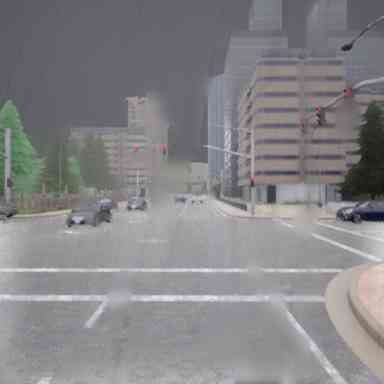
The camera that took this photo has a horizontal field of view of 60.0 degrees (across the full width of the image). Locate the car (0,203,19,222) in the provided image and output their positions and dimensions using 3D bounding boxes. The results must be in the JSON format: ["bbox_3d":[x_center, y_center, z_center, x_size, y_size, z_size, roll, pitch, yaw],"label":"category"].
[{"bbox_3d":[-15.585,1.479,24.594,4.902,1.511,2.128,0,1,-22],"label":"car"}]

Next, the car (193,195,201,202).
[{"bbox_3d":[1.130,1.484,76.696,1.812,1.442,4.674,0,0,1],"label":"car"}]

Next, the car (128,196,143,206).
[{"bbox_3d":[-9.642,1.497,57.009,1.812,1.442,4.674,0,0,1],"label":"car"}]

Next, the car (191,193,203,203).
[{"bbox_3d":[1.035,1.188,67.011,2.150,2.045,5.566,0,0,1],"label":"car"}]

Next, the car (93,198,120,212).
[{"bbox_3d":[-9.842,1.506,38.550,1.812,1.442,4.674,0,0,1],"label":"car"}]

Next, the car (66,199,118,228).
[{"bbox_3d":[-6.684,1.480,22.125,2.128,1.511,4.902,0,0,2],"label":"car"}]

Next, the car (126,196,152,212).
[{"bbox_3d":[-6.340,1.472,38.750,2.128,1.511,4.902,0,0,1],"label":"car"}]

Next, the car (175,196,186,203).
[{"bbox_3d":[-2.461,1.444,67.361,1.882,1.535,5.008,0,0,1],"label":"car"}]

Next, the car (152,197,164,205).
[{"bbox_3d":[-6.105,1.518,59.398,2.033,1.411,5.357,0,0,1],"label":"car"}]

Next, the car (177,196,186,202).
[{"bbox_3d":[-2.369,1.555,76.761,1.895,1.301,4.718,0,0,1],"label":"car"}]

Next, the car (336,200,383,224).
[{"bbox_3d":[12.947,1.340,24.162,4.553,1.767,2.097,0,0,1],"label":"car"}]
